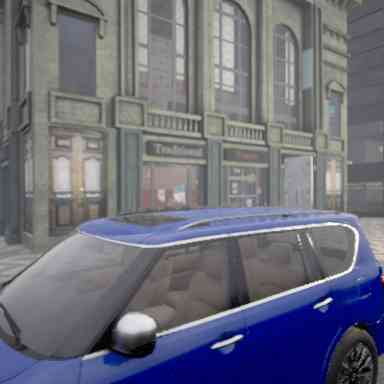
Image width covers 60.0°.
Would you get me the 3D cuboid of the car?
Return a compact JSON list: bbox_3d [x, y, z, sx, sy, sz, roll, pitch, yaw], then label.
[{"bbox_3d":[-0.280,1.215,3.152,5.566,2.045,2.150,0,0,-36],"label":"car"}]
